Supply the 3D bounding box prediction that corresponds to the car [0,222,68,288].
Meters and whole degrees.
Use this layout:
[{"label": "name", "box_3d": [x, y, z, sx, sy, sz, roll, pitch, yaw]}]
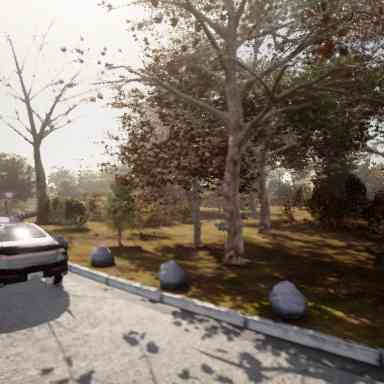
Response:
[{"label": "car", "box_3d": [-4.902, 1.511, 8.475, 4.902, 1.511, 2.128, 0, 0, 45]}]
